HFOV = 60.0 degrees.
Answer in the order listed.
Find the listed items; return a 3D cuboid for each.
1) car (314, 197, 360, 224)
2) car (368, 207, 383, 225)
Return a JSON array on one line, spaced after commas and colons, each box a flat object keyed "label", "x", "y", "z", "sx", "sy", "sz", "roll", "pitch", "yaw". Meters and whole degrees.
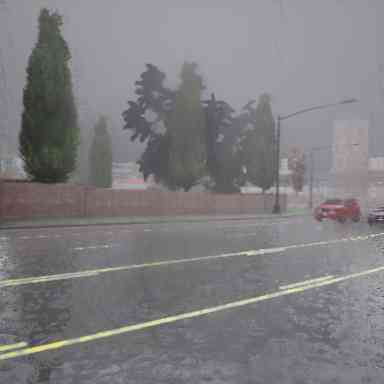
[{"label": "car", "x": 12.377, "y": 1.491, "z": 28.113, "sx": 2.150, "sy": 2.045, "sz": 5.566, "roll": 2, "pitch": 0, "yaw": 44}, {"label": "car", "x": 15.512, "y": 1.935, "z": 26.348, "sx": 1.994, "sy": 1.385, "sz": 4.181, "roll": 2, "pitch": 0, "yaw": 44}]
